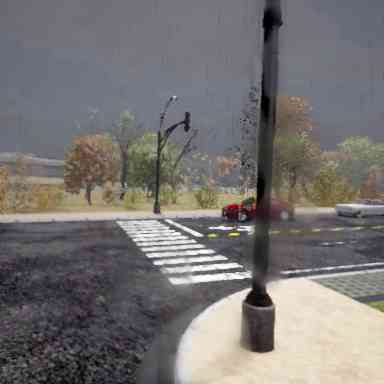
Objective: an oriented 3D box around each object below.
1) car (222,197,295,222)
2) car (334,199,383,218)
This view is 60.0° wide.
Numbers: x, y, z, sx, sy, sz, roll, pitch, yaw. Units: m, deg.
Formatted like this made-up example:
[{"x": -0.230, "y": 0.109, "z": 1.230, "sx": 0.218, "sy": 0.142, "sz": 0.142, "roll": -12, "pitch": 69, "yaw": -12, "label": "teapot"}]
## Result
[{"x": 4.440, "y": 1.092, "z": 22.275, "sx": 5.008, "sy": 1.535, "sz": 1.882, "roll": 0, "pitch": 2, "yaw": -18, "label": "car"}, {"x": 13.241, "y": 1.194, "z": 25.312, "sx": 4.718, "sy": 1.301, "sz": 1.895, "roll": 0, "pitch": 2, "yaw": -19, "label": "car"}]
